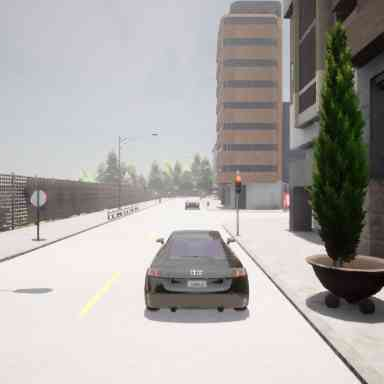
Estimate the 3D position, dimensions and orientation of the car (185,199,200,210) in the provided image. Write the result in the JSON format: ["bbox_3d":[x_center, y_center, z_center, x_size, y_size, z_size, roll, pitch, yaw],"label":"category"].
[{"bbox_3d":[0.028,1.601,43.782,1.895,1.301,4.718,0,0,-1],"label":"car"}]

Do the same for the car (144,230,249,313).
[{"bbox_3d":[0.085,1.564,7.772,1.994,1.385,4.181,0,0,0],"label":"car"}]
